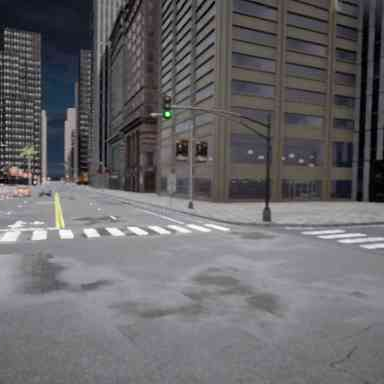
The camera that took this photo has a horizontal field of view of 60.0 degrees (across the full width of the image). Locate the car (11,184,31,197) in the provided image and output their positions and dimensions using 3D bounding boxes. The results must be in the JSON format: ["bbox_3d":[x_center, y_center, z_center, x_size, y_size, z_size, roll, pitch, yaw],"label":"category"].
[{"bbox_3d":[-26.334,-0.177,51.730,2.097,1.767,4.553,0,1,-22],"label":"car"}]

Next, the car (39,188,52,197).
[{"bbox_3d":[-23.321,0.026,52.946,2.033,1.411,5.357,0,1,-22],"label":"car"}]
